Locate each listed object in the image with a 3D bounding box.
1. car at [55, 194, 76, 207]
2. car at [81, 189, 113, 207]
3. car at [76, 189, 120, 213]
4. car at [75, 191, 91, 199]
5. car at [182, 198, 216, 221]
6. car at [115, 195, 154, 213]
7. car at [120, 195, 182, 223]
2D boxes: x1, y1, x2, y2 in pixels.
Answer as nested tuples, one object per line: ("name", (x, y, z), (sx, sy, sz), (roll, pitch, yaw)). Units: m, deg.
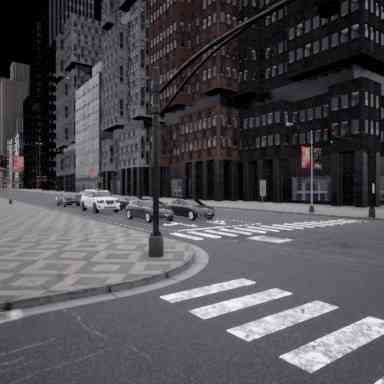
("car", (-14.909, 0.990, 39.808), (2.033, 1.411, 5.357), (0, 1, -36))
("car", (-11.835, 0.671, 41.111), (2.150, 2.045, 5.566), (0, 1, -35))
("car", (-8.698, 0.819, 31.185), (2.150, 2.045, 5.566), (0, 1, -36))
("car", (-21.843, 0.563, 66.416), (1.812, 1.442, 4.674), (0, 1, -36))
("car", (-0.248, 1.239, 24.979), (1.837, 1.490, 4.892), (0, 1, -38))
("car", (-5.689, 1.107, 32.569), (1.837, 1.490, 4.892), (0, 1, -36))
("car", (-3.013, 1.239, 23.299), (1.837, 1.490, 4.892), (0, 1, -36))
